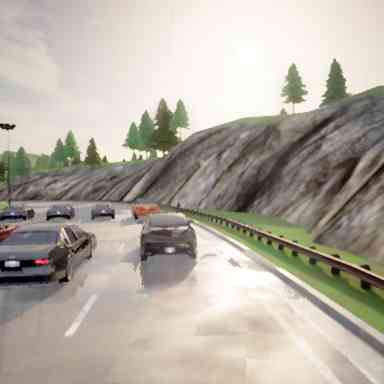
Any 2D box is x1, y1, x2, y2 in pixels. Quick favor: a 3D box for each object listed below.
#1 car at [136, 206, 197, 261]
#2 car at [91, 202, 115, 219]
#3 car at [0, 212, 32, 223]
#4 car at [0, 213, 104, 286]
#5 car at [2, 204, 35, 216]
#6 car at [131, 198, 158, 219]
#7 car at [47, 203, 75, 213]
[{"bbox_3d":[-0.953,1.483,12.361,1.837,1.490,4.892,-1,0,-7],"label":"car"},{"bbox_3d":[-7.901,1.599,29.610,1.994,1.385,4.181,-1,0,-15],"label":"car"},{"bbox_3d":[-7.994,1.687,12.553,1.895,1.301,4.718,-1,0,-7],"label":"car"},{"bbox_3d":[-4.091,1.582,9.589,2.033,1.411,5.357,-1,0,-6],"label":"car"},{"bbox_3d":[-14.873,1.709,28.607,1.994,1.385,4.181,-1,0,-15],"label":"car"},{"bbox_3d":[-4.144,1.331,29.056,2.097,1.767,4.553,-1,0,-14],"label":"car"},{"bbox_3d":[-11.334,1.654,28.893,1.994,1.385,4.181,-1,0,-15],"label":"car"}]
